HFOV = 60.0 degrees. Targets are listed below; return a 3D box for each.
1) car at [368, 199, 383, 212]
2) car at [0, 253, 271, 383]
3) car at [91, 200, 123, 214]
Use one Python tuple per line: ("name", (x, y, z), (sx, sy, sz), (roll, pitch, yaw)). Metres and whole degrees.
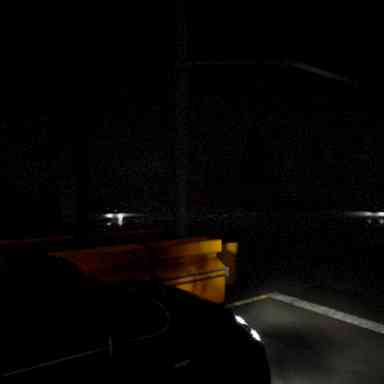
("car", (20.941, 1.485, 36.093), (4.181, 1.385, 1.994), (0, 0, -35))
("car", (-1.422, 1.351, 2.809), (4.553, 1.767, 2.097), (0, 0, -36))
("car", (-9.243, 1.521, 35.719), (2.033, 1.411, 5.357), (0, 0, -36))
